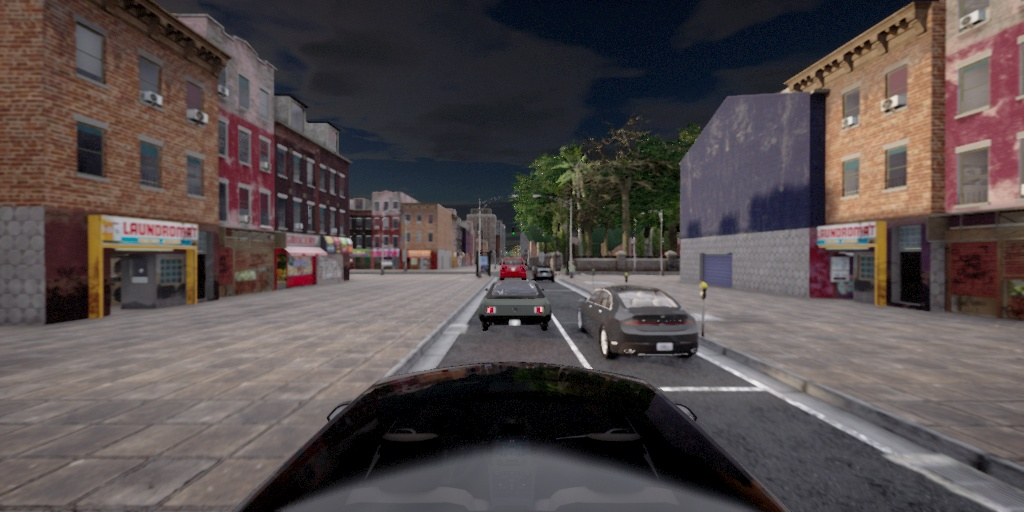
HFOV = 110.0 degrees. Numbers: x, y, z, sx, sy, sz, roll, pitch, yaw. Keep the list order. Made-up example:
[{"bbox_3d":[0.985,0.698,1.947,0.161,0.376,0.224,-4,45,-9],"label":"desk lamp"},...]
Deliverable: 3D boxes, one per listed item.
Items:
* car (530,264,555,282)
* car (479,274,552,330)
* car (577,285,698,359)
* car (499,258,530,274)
[{"bbox_3d":[2.638,1.522,30.842,1.948,1.339,4.313,0,0,0],"label":"car"},{"bbox_3d":[0.086,1.410,11.305,1.895,1.301,4.718,0,0,0],"label":"car"},{"bbox_3d":[2.637,1.341,8.356,2.007,1.370,4.403,0,0,0],"label":"car"},{"bbox_3d":[0.095,1.177,30.714,2.150,2.045,5.566,0,0,0],"label":"car"}]
